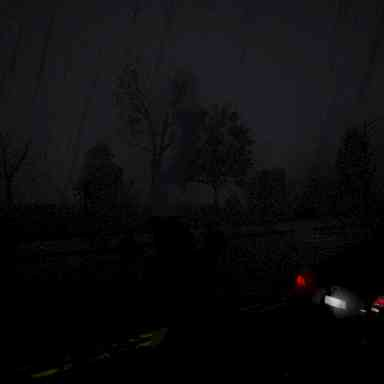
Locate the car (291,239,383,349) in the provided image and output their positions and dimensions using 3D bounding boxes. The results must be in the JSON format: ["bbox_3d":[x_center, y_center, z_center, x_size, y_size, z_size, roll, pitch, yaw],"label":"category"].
[{"bbox_3d":[3.728,1.563,5.943,4.181,1.385,1.994,0,0,-34],"label":"car"}]
